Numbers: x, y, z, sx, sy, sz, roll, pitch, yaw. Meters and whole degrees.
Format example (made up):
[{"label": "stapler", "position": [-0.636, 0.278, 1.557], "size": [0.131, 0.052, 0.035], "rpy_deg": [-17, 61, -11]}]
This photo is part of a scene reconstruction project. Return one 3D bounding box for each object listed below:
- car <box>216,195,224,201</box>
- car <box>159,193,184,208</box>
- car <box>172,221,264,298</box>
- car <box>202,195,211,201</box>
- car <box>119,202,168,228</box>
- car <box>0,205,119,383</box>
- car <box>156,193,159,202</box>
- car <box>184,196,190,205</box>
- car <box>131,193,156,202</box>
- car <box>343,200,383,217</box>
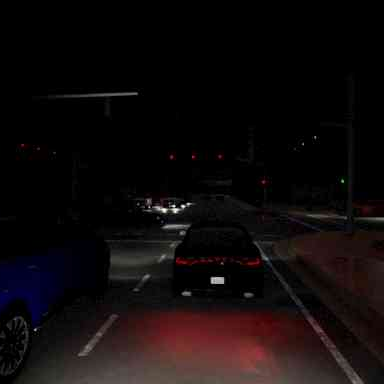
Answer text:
[{"label": "car", "position": [7.156, 1.552, 84.781], "size": [1.994, 1.385, 4.181], "rpy_deg": [0, 0, 5]}, {"label": "car", "position": [-2.894, 1.221, 48.923], "size": [2.150, 2.045, 5.566], "rpy_deg": [0, 0, 5]}, {"label": "car", "position": [0.646, 1.478, 8.590], "size": [1.882, 1.535, 5.008], "rpy_deg": [0, 0, 4]}, {"label": "car", "position": [3.639, 1.524, 84.720], "size": [1.812, 1.442, 4.674], "rpy_deg": [0, 0, 5]}, {"label": "car", "position": [-4.591, 1.547, 21.934], "size": [5.357, 1.411, 2.033], "rpy_deg": [0, 0, 5]}, {"label": "car", "position": [-3.075, 1.221, 5.481], "size": [2.150, 2.045, 5.566], "rpy_deg": [0, 0, 3]}, {"label": "car", "position": [-5.848, 1.221, 55.623], "size": [2.150, 2.045, 5.566], "rpy_deg": [0, 0, 5]}, {"label": "car", "position": [-2.084, 1.352, 58.580], "size": [2.097, 1.767, 4.553], "rpy_deg": [0, 0, 5]}, {"label": "car", "position": [-6.724, 1.221, 45.313], "size": [2.150, 2.045, 5.566], "rpy_deg": [0, 0, 3]}, {"label": "car", "position": [16.746, 1.478, 30.951], "size": [5.008, 1.535, 1.882], "rpy_deg": [0, 0, 5]}]
